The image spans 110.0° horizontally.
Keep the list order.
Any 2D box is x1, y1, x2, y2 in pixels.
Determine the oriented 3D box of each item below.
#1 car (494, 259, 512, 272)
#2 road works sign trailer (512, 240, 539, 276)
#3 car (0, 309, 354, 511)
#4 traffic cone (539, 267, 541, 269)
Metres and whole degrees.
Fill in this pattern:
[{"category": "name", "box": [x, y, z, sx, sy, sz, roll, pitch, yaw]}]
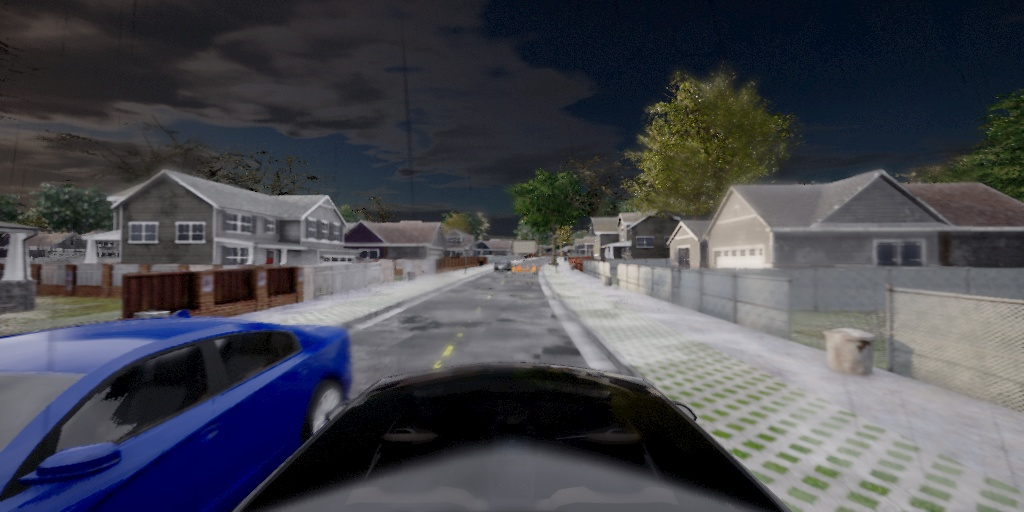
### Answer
[{"category": "car", "box": [-1.029, 1.119, 43.017, 2.128, 1.511, 4.902, 0, 0, 5]}, {"category": "road works sign trailer", "box": [1.237, 0.131, 36.305, 2.380, 3.560, 2.880, 0, 0, 5]}, {"category": "car", "box": [-2.822, 1.224, 2.236, 1.882, 1.535, 5.008, 0, 0, 0]}, {"category": "traffic cone", "box": [3.983, 1.370, 49.124, 0.340, 0.580, 0.340, 0, 0, 6]}]
